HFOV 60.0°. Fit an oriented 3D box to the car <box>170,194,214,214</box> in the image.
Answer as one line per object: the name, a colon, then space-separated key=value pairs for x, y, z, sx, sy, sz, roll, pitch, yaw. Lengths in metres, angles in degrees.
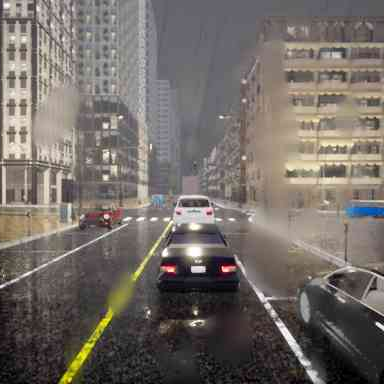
car: x=0.084 y=1.222 z=19.221 sx=2.150 sy=2.045 sz=5.566 roll=0 pitch=0 yaw=0

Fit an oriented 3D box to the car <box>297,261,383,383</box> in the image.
car: x=2.685 y=1.550 z=4.196 sx=2.008 sy=1.369 sz=4.403 roll=0 pitch=0 yaw=0

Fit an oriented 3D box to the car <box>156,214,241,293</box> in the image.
car: x=0.094 y=1.547 z=8.970 sx=2.033 sy=1.411 sz=5.357 roll=0 pitch=0 yaw=-1

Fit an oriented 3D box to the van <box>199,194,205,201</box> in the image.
van: x=2.591 y=1.374 z=86.923 sx=1.690 sy=1.788 sz=3.998 roll=0 pitch=0 yaw=0

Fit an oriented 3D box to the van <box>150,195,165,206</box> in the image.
van: x=-5.751 y=1.351 z=53.607 sx=1.690 sy=1.788 sz=3.998 roll=0 pitch=0 yaw=0

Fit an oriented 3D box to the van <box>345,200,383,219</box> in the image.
van: x=16.894 y=1.705 z=31.891 sx=3.998 sy=1.788 sz=1.690 roll=1 pitch=-1 yaw=0

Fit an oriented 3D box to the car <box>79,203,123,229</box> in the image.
car: x=-5.715 y=1.440 z=21.133 sx=1.967 sy=1.590 sz=4.097 roll=0 pitch=0 yaw=0

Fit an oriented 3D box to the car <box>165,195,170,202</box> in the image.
car: x=-5.776 y=1.550 z=75.640 sx=1.752 sy=1.417 sz=4.829 roll=0 pitch=0 yaw=0

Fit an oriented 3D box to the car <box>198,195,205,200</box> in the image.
car: x=2.586 y=1.589 z=92.473 sx=2.008 sy=1.369 sz=4.403 roll=0 pitch=0 yaw=0

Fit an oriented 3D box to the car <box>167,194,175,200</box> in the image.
car: x=-5.795 y=1.478 z=92.463 sx=1.967 sy=1.590 sz=4.097 roll=0 pitch=0 yaw=0

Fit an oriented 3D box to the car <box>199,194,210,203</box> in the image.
car: x=2.610 y=1.336 z=70.271 sx=2.192 sy=1.841 sz=5.009 roll=0 pitch=0 yaw=0
